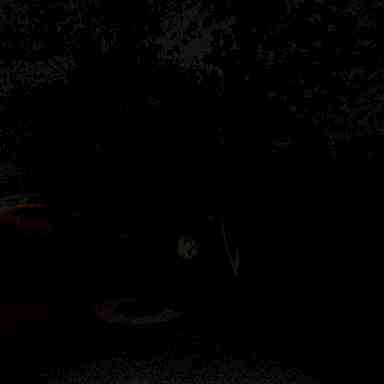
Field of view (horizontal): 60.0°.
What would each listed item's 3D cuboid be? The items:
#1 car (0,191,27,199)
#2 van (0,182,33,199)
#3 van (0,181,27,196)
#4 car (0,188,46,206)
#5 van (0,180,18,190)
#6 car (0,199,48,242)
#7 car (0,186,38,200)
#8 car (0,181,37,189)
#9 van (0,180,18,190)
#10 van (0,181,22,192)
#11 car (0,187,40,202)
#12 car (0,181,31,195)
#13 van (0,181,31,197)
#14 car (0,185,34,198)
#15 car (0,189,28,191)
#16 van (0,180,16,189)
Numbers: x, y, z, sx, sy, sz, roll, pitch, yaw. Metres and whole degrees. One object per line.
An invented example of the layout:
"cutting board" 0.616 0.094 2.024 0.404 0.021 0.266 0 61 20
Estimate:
"car" -8.346 1.034 17.695 4.553 1.767 2.185 1 2 -30
"van" -22.403 -0.224 41.359 4.442 1.987 1.878 1 2 -31
"van" -26.624 -0.516 48.530 4.442 1.987 1.878 1 1 -30
"car" -16.747 0.474 31.879 4.792 1.488 2.163 1 2 -30
"van" -40.509 -1.476 72.628 4.442 1.987 1.878 1 1 -30
"car" -6.980 1.279 15.292 5.008 1.535 2.097 1 2 -30
"car" -20.900 0.134 39.063 4.792 1.488 2.163 1 2 -30
"car" -15.287 0.314 29.514 5.566 2.045 2.435 1 2 -30
"van" -41.848 -1.567 74.907 4.442 1.987 1.878 1 1 -30
"van" -34.900 -1.092 63.079 4.442 1.987 1.878 1 1 -30
"car" -19.564 0.238 36.789 4.792 1.488 2.163 1 2 -30
"car" -27.949 -0.635 50.961 5.566 2.045 2.435 1 1 -30
"van" -25.021 -0.416 46.261 4.442 1.987 1.878 1 1 -30
"car" -23.722 -0.096 43.823 5.008 1.535 2.097 1 1 -30
"car" -12.679 0.798 24.641 5.366 1.575 1.946 1 2 -30
"van" -43.518 -1.671 77.291 4.442 1.987 1.878 1 1 -30
